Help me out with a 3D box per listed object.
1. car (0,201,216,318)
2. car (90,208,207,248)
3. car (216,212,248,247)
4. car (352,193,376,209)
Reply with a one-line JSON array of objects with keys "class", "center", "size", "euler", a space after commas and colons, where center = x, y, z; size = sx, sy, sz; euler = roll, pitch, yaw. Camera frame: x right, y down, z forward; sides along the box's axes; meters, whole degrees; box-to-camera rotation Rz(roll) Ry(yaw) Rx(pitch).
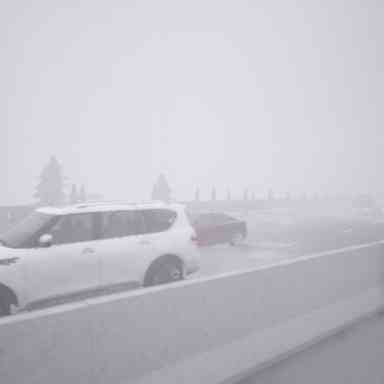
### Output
[{"class": "car", "center": [-2.372, 1.246, 6.734], "size": [5.566, 2.045, 2.150], "euler": [0, 0, -38]}, {"class": "car", "center": [-1.924, 1.589, 16.099], "size": [5.357, 1.411, 2.033], "euler": [0, 0, -41]}, {"class": "car", "center": [0.158, 1.504, 13.341], "size": [5.008, 1.535, 1.882], "euler": [0, 0, -42]}, {"class": "car", "center": [24.251, 1.207, 46.800], "size": [2.150, 2.045, 5.566], "euler": [0, 0, 39]}]
